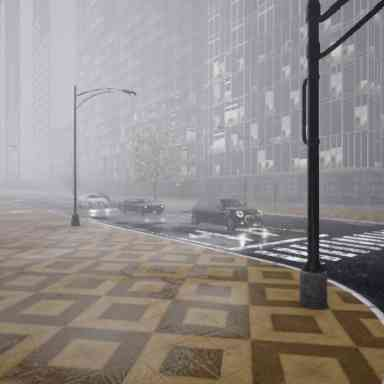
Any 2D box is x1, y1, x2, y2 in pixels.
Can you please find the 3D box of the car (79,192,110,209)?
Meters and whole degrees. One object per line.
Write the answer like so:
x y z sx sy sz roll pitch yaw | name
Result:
-10.456 0.911 34.993 1.812 1.442 4.674 0 1 -38 | car

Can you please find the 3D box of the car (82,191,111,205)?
-12.493 0.717 43.156 1.882 1.535 5.008 0 1 -38 | car

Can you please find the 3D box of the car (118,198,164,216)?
-4.212 1.171 27.044 1.895 1.301 4.718 0 1 -38 | car

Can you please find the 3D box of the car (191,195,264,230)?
1.945 1.104 19.239 2.097 1.767 4.553 0 1 -38 | car
